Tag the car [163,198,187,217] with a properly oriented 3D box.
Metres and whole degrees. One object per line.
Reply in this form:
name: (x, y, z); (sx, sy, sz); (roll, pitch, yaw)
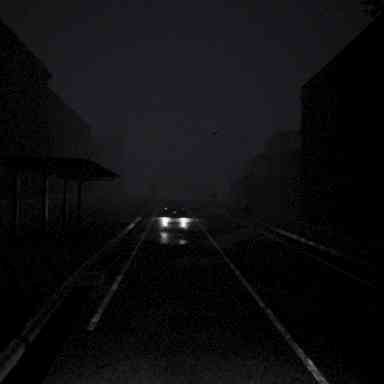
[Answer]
car: (-1.489, 1.298, 28.415); (1.812, 1.442, 4.674); (1, 1, -4)
